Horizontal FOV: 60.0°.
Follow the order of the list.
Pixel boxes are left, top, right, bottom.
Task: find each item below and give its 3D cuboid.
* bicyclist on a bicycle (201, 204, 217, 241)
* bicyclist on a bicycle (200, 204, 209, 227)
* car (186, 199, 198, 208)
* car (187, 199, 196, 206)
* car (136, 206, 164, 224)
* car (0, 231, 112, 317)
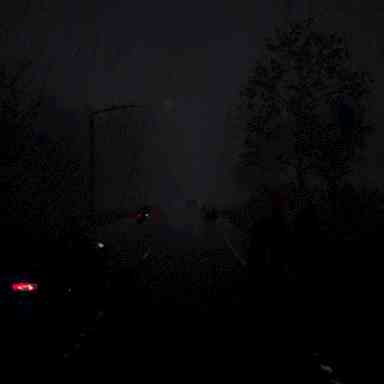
[{"bbox_3d":[0.946,1.564,16.404,0.659,1.776,1.843,0,0,0],"label":"bicyclist on a bicycle"},{"bbox_3d":[0.933,1.749,25.209,0.582,1.620,1.656,0,-1,0],"label":"bicyclist on a bicycle"},{"bbox_3d":[0.011,2.077,61.558,2.097,1.767,4.553,0,-1,0],"label":"car"},{"bbox_3d":[-0.104,2.370,73.737,1.837,1.490,4.892,0,-1,0],"label":"car"},{"bbox_3d":[-3.439,1.879,27.928,2.033,1.411,5.357,0,-1,0],"label":"car"},{"bbox_3d":[-3.410,1.645,7.971,2.033,1.411,5.357,0,-1,0],"label":"car"}]
